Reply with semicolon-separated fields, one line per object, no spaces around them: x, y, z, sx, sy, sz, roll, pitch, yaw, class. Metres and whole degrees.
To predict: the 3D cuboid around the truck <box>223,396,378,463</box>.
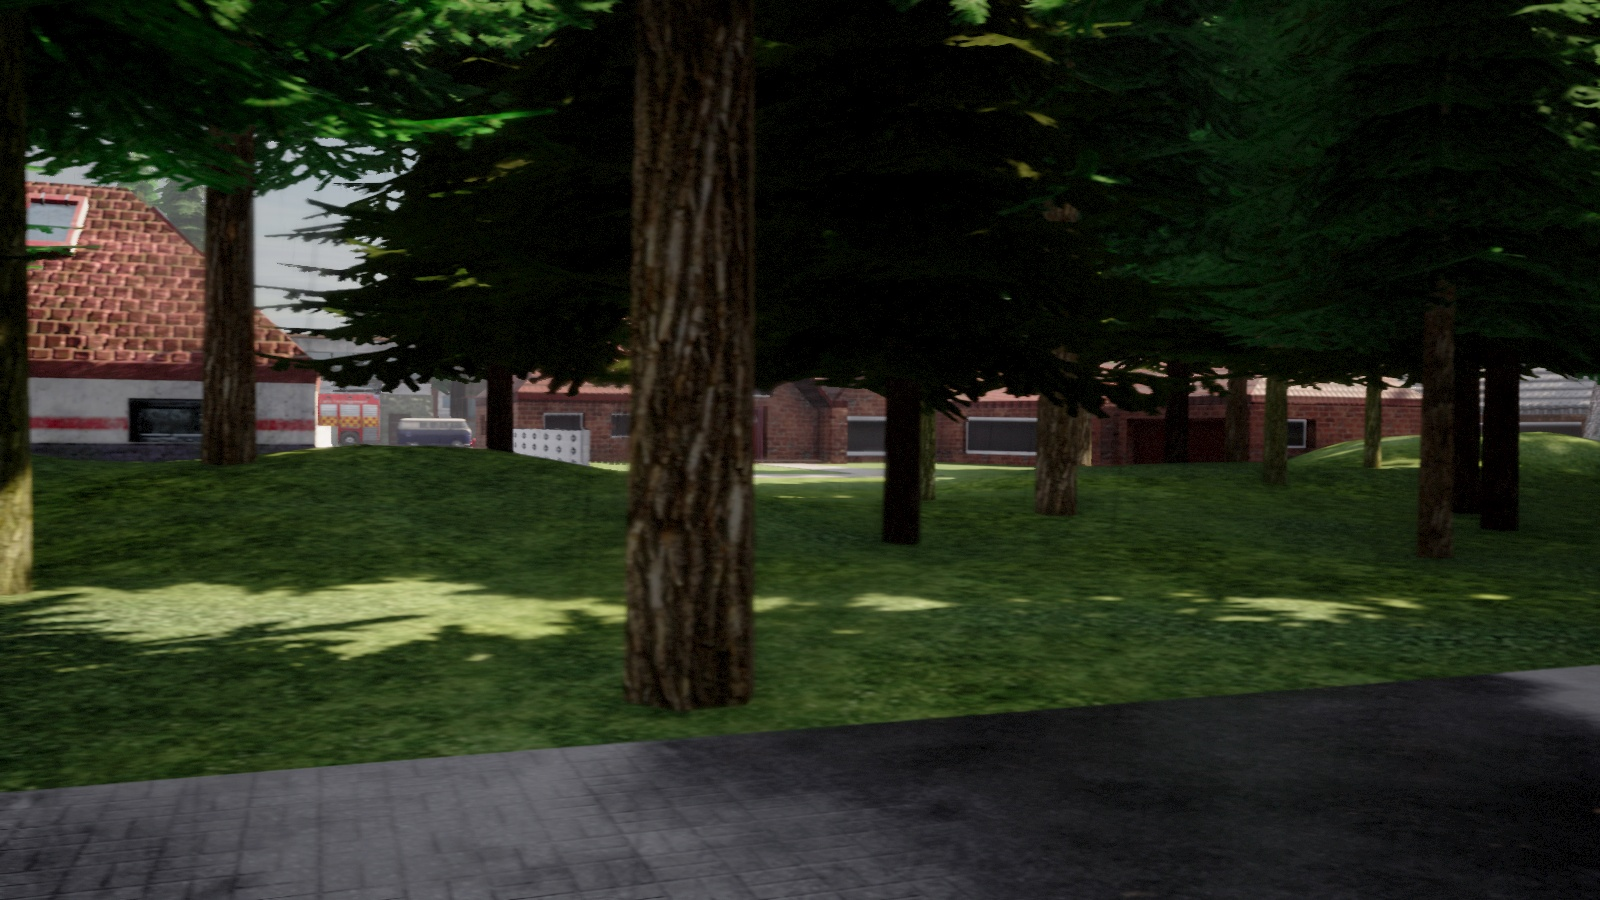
-30.080;-1.279;75.952;8.468;3.827;2.891;-1;1;-21;truck

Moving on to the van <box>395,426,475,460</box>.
-21.743;-0.432;74.853;4.442;1.987;1.775;-1;1;-21;van
